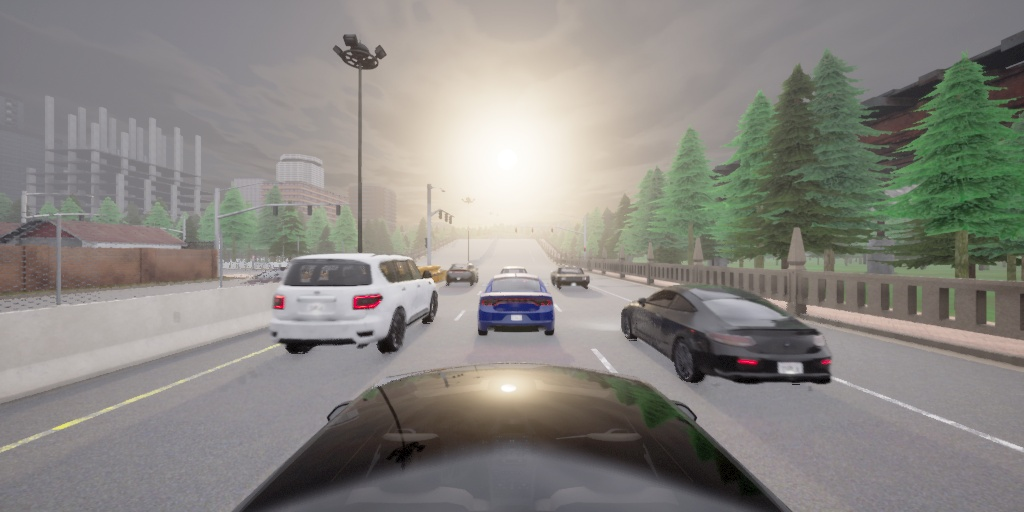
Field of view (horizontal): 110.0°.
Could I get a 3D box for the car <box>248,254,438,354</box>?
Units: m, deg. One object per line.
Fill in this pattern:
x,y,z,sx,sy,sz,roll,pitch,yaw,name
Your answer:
-3.398,0.973,8.917,2.150,2.045,5.566,0,0,0,car

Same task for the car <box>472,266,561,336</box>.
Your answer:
0.101,1.227,10.476,1.882,1.535,5.008,0,0,0,car

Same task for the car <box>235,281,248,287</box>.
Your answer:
-10.582,1.275,16.630,1.812,1.442,4.674,0,0,0,car

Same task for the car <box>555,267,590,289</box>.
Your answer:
3.610,1.350,23.085,1.895,1.301,4.718,0,0,0,car

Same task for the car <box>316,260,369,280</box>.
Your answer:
-13.985,1.080,29.971,2.128,1.511,4.902,0,0,0,car

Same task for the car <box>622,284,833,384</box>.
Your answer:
3.601,1.275,6.936,1.812,1.442,4.674,0,0,0,car

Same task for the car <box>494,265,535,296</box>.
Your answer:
0.109,1.297,20.547,2.033,1.411,5.357,0,0,0,car

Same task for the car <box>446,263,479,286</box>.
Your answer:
-3.420,1.240,25.215,2.128,1.511,4.902,0,0,-1,car
